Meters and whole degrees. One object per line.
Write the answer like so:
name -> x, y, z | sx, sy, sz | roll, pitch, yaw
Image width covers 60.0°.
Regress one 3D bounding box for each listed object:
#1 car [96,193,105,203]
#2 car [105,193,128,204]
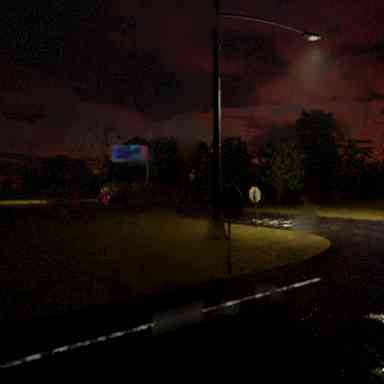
car -> -15.996, 1.022, 61.167 | 2.097, 1.767, 4.553 | 0, 0, -34
car -> -12.518, 1.035, 56.087 | 2.097, 1.767, 4.553 | 0, 0, -34
